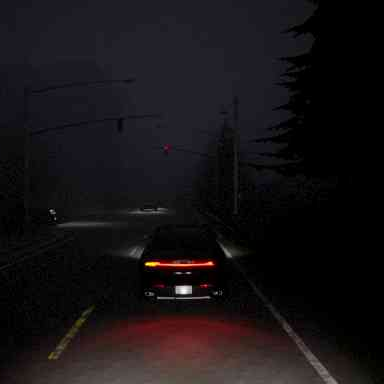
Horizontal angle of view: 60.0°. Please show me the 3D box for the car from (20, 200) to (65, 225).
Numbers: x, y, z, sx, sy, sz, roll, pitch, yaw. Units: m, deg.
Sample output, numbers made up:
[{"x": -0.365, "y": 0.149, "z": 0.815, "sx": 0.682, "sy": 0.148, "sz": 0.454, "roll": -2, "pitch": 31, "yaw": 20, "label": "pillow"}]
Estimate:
[{"x": -11.249, "y": 1.337, "z": 23.026, "sx": 4.553, "sy": 1.767, "sz": 2.097, "roll": 0, "pitch": 0, "yaw": -2, "label": "car"}]

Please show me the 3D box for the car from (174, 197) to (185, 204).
[{"x": -2.329, "y": 1.564, "z": 61.330, "sx": 1.994, "sy": 1.385, "sz": 4.181, "roll": 0, "pitch": 0, "yaw": -2, "label": "car"}]

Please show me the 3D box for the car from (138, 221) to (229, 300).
[{"x": -0.226, "y": 1.505, "z": 8.380, "sx": 1.837, "sy": 1.490, "sz": 4.892, "roll": 0, "pitch": 0, "yaw": -2, "label": "car"}]

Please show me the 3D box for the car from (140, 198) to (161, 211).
[{"x": -5.175, "y": 1.526, "z": 40.688, "sx": 1.812, "sy": 1.442, "sz": 4.674, "roll": 0, "pitch": 0, "yaw": -3, "label": "car"}]
